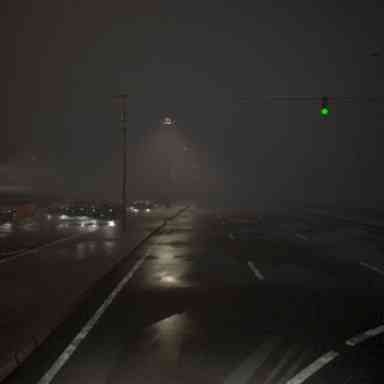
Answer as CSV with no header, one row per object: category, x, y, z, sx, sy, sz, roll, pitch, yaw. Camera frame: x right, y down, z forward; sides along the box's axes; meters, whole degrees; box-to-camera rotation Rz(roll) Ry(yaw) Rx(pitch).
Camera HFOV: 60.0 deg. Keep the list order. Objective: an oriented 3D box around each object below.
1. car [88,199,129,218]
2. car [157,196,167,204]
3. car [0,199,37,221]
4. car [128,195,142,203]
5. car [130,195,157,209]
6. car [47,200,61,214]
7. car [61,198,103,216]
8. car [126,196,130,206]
car,-7.331,1.605,29.674,1.895,1.301,4.718,0,0,3
car,-5.732,1.459,61.970,2.033,1.411,5.357,0,0,3
car,-14.464,1.362,26.800,2.097,1.767,4.553,0,0,3
car,-12.300,1.530,71.954,2.128,1.511,4.902,0,0,2
car,-6.564,1.354,45.514,2.097,1.767,4.553,0,0,3
car,-13.942,1.534,36.204,1.812,1.442,4.674,0,0,3
car,-10.688,1.511,32.643,1.837,1.490,4.892,0,0,3
car,-9.703,1.355,52.248,2.097,1.767,4.553,0,0,3
